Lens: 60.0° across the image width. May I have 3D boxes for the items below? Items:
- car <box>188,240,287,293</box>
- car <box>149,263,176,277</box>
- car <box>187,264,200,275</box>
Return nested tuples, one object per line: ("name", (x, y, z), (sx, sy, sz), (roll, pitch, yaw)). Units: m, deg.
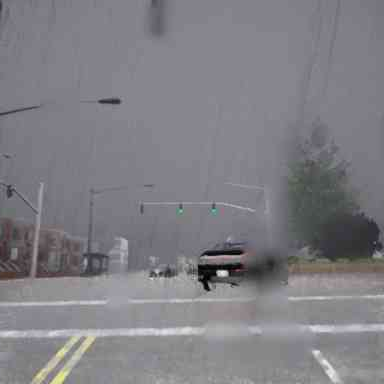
("car", (1.779, 2.373, 10.815), (2.128, 1.511, 4.902), (-7, -14, 23))
("car", (-3.409, 8.574, 36.578), (2.128, 1.511, 4.902), (-2, -13, 4))
("car", (0.275, 13.890, 59.703), (2.097, 1.767, 4.553), (-1, -13, 0))
